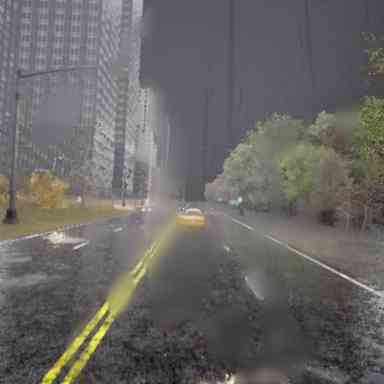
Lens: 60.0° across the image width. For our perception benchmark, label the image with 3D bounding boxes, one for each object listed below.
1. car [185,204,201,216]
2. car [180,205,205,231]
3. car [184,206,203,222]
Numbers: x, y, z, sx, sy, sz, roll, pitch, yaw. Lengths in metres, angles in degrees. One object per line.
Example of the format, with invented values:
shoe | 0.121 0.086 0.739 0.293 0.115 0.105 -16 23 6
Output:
car | 0.083 2.457 45.717 2.033 1.411 5.357 2 -1 0
car | 0.062 1.971 25.198 1.801 1.575 5.366 2 -1 0
car | 0.165 2.228 34.758 1.812 1.442 4.674 2 -1 0
